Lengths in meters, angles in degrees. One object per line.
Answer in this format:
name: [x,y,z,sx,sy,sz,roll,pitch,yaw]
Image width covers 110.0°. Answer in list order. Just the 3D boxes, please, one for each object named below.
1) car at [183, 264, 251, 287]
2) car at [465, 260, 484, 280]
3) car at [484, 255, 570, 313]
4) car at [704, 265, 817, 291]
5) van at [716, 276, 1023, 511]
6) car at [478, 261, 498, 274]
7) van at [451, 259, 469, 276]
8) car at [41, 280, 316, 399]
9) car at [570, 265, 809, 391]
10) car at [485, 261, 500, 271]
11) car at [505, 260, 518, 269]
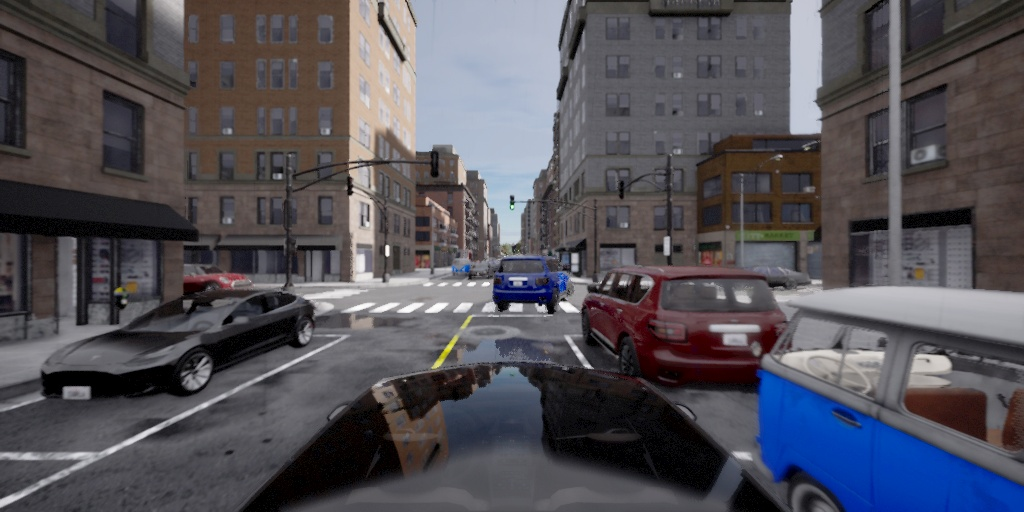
car: [-16.035,1.210,18.491,4.553,1.767,2.097,0,0,0]
car: [-2.860,1.336,33.009,1.837,1.490,4.892,0,0,1]
car: [0.986,1.005,14.510,2.150,2.045,5.566,-1,0,17]
car: [14.742,1.278,21.510,5.357,1.411,2.033,0,0,0]
van: [2.640,1.089,1.113,1.690,1.789,3.998,0,0,0]
car: [-2.879,1.349,43.435,2.128,1.511,4.902,0,0,0]
van: [-5.435,1.186,38.582,1.690,1.789,3.998,0,0,0]
car: [-5.390,1.329,6.618,1.948,1.339,4.313,0,0,0]
car: [2.635,1.078,6.624,2.192,1.841,5.009,0,0,0]
car: [-2.882,1.432,54.110,2.033,1.411,5.357,0,0,0]
car: [-0.046,1.398,62.963,2.128,1.511,4.902,0,0,0]
